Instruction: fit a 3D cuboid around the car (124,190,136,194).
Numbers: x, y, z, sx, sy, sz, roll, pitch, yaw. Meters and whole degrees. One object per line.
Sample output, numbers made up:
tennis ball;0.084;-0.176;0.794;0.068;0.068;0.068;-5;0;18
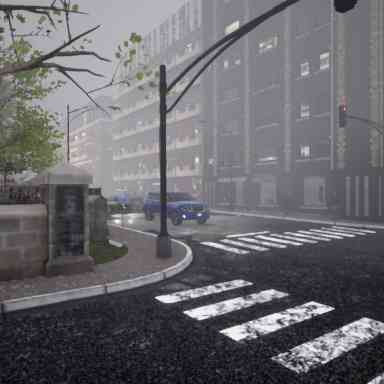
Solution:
car;-5.136;0.726;36.794;2.192;1.841;5.009;1;1;-36

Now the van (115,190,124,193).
van;-8.401;0.654;41.249;1.690;1.788;3.998;1;1;-36

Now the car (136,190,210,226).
car;-1.194;0.926;21.594;2.150;2.045;5.566;0;1;-36

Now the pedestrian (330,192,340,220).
pedestrian;9.402;0.902;21.910;0.375;1.860;0.375;1;-1;-36

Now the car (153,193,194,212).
car;-1.873;0.949;32.341;1.967;1.590;4.097;1;1;-36

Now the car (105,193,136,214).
car;-6.855;1.098;29.322;1.994;1.385;4.181;0;1;-36
